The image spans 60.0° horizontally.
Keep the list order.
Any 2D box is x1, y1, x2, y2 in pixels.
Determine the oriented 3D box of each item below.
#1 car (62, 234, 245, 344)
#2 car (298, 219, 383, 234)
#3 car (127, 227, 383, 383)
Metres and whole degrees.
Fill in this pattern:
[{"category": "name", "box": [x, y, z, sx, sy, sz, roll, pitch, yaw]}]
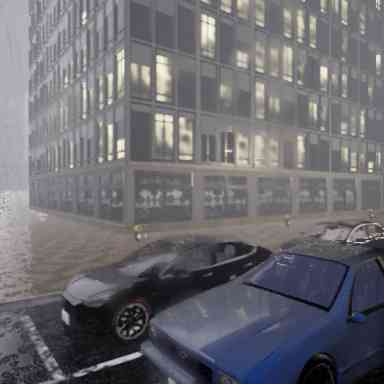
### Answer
[{"category": "car", "box": [-0.187, 1.546, 6.422, 4.313, 1.339, 1.947, 0, 0, -35]}, {"category": "car", "box": [4.322, 1.499, 9.637, 4.403, 1.369, 2.008, 0, 0, -35]}, {"category": "car", "box": [2.012, 1.523, 4.808, 5.357, 1.411, 2.033, 0, 0, -35]}]
